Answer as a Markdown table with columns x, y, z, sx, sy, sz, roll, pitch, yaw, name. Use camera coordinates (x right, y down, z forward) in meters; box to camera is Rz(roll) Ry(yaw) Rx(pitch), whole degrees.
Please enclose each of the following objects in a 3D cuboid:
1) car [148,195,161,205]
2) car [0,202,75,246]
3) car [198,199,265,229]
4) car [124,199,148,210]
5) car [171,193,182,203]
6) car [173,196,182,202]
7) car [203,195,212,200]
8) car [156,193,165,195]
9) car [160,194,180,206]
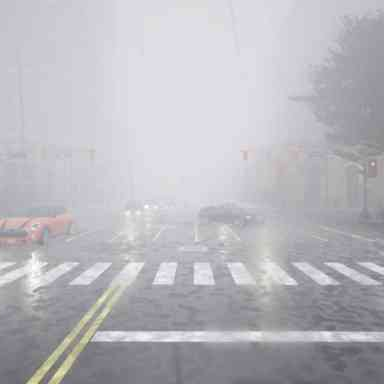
| x | y | z | sx | sy | sz | roll | pitch | yaw | name |
| --- | --- | --- | --- | --- | --- | --- | --- | --- | --- |
| -7.097 | 1.600 | 59.607 | 1.895 | 1.301 | 4.718 | 0 | 0 | 0 | car |
| -7.106 | 1.352 | 15.297 | 2.097 | 1.767 | 4.553 | 0 | 0 | 0 | car |
| 2.480 | 1.491 | 21.847 | 2.128 | 1.511 | 4.902 | 0 | 0 | -43 | car |
| -7.113 | 1.564 | 41.527 | 1.994 | 1.385 | 4.181 | 0 | 0 | 0 | car |
| -3.481 | 1.225 | 67.340 | 2.150 | 2.045 | 5.566 | 0 | 0 | 1 | car |
| -3.359 | 1.552 | 77.546 | 1.994 | 1.385 | 4.181 | 0 | 0 | 1 | car |
| 3.651 | 1.525 | 78.496 | 2.128 | 1.511 | 4.902 | 0 | 0 | 1 | car |
| -6.909 | 1.225 | 72.564 | 2.150 | 2.045 | 5.566 | 0 | 0 | 1 | car |
| -3.612 | 1.547 | 55.594 | 2.033 | 1.411 | 5.357 | 0 | 0 | 0 | car |
